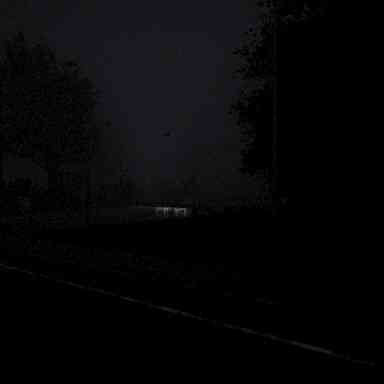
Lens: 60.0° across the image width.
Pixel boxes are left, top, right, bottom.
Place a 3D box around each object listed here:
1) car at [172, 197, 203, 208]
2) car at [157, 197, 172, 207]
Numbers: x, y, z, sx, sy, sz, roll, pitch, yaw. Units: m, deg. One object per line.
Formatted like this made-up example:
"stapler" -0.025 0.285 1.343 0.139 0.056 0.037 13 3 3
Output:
"car" -0.206 1.457 47.133 1.812 1.442 4.674 0 0 37
"car" -3.069 1.456 49.147 1.812 1.442 4.674 0 0 37
